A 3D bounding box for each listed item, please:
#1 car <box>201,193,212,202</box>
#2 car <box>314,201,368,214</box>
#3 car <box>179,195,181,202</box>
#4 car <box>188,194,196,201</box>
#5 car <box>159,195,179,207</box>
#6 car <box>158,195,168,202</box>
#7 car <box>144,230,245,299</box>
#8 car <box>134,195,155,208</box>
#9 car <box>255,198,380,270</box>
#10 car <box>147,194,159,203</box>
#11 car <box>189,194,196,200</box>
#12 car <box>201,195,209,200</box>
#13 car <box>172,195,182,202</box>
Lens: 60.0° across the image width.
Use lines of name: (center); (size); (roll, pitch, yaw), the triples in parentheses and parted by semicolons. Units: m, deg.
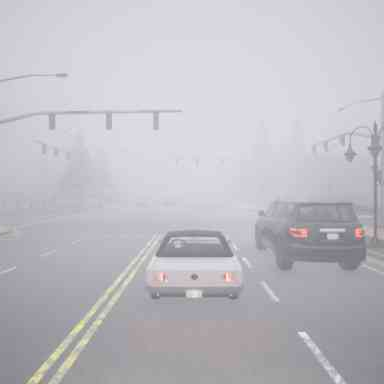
car: (3.514, 1.209, 79.199); (2.150, 2.045, 5.566); (0, 0, 0)
car: (15.341, 1.598, 34.319); (4.718, 1.301, 1.895); (0, 0, 0)
car: (-3.539, 1.500, 63.662); (1.837, 1.490, 4.892); (0, 0, 1)
car: (0.014, 1.507, 79.543); (1.812, 1.442, 4.674); (0, 0, 0)
car: (-3.577, 1.559, 51.859); (1.994, 1.385, 4.181); (0, 0, 0)
car: (-6.986, 1.544, 79.446); (1.994, 1.385, 4.181); (0, 0, 0)
car: (0.064, 1.600, 8.379); (1.895, 1.301, 4.718); (0, 0, 0)
car: (-7.100, 1.543, 48.078); (2.033, 1.411, 5.357); (0, 0, 1)
car: (3.581, 1.221, 11.102); (2.150, 2.045, 5.566); (0, 0, 0)
car: (-7.016, 1.542, 65.455); (2.033, 1.411, 5.357); (0, 0, 1)
car: (0.016, 1.372, 89.851); (1.812, 1.442, 4.674); (0, 0, 0)
car: (3.516, 1.400, 89.851); (1.994, 1.385, 4.181); (0, 0, 0)
car: (-3.486, 1.518, 78.679); (2.128, 1.511, 4.902); (0, 0, 0)
